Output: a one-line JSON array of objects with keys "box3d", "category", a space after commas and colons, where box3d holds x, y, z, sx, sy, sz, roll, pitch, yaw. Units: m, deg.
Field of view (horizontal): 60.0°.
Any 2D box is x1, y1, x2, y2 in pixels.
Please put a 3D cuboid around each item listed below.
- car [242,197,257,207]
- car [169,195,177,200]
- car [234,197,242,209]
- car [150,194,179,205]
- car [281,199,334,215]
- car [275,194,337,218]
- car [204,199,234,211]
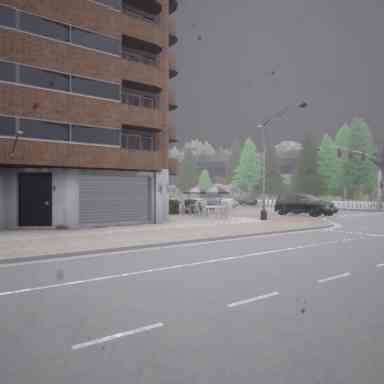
[{"box3d": [7.670, 1.436, 50.937, 2.128, 1.511, 4.902, 0, 0, -41], "category": "car"}, {"box3d": [-4.443, 1.437, 52.343, 4.902, 1.511, 2.128, 0, 0, 32], "category": "car"}, {"box3d": [3.960, 1.545, 43.978, 1.895, 1.301, 4.718, 0, 0, -38], "category": "car"}, {"box3d": [-4.728, 1.296, 56.763, 4.553, 1.767, 2.097, 0, 0, 30], "category": "car"}, {"box3d": [11.567, 1.450, 33.715, 1.837, 1.490, 4.892, 0, 0, -36], "category": "car"}, {"box3d": [10.047, 1.168, 29.873, 2.150, 2.045, 5.566, 0, 0, -36], "category": "car"}, {"box3d": [2.572, 1.509, 40.001, 1.994, 1.385, 4.181, 0, 0, -37], "category": "car"}]
